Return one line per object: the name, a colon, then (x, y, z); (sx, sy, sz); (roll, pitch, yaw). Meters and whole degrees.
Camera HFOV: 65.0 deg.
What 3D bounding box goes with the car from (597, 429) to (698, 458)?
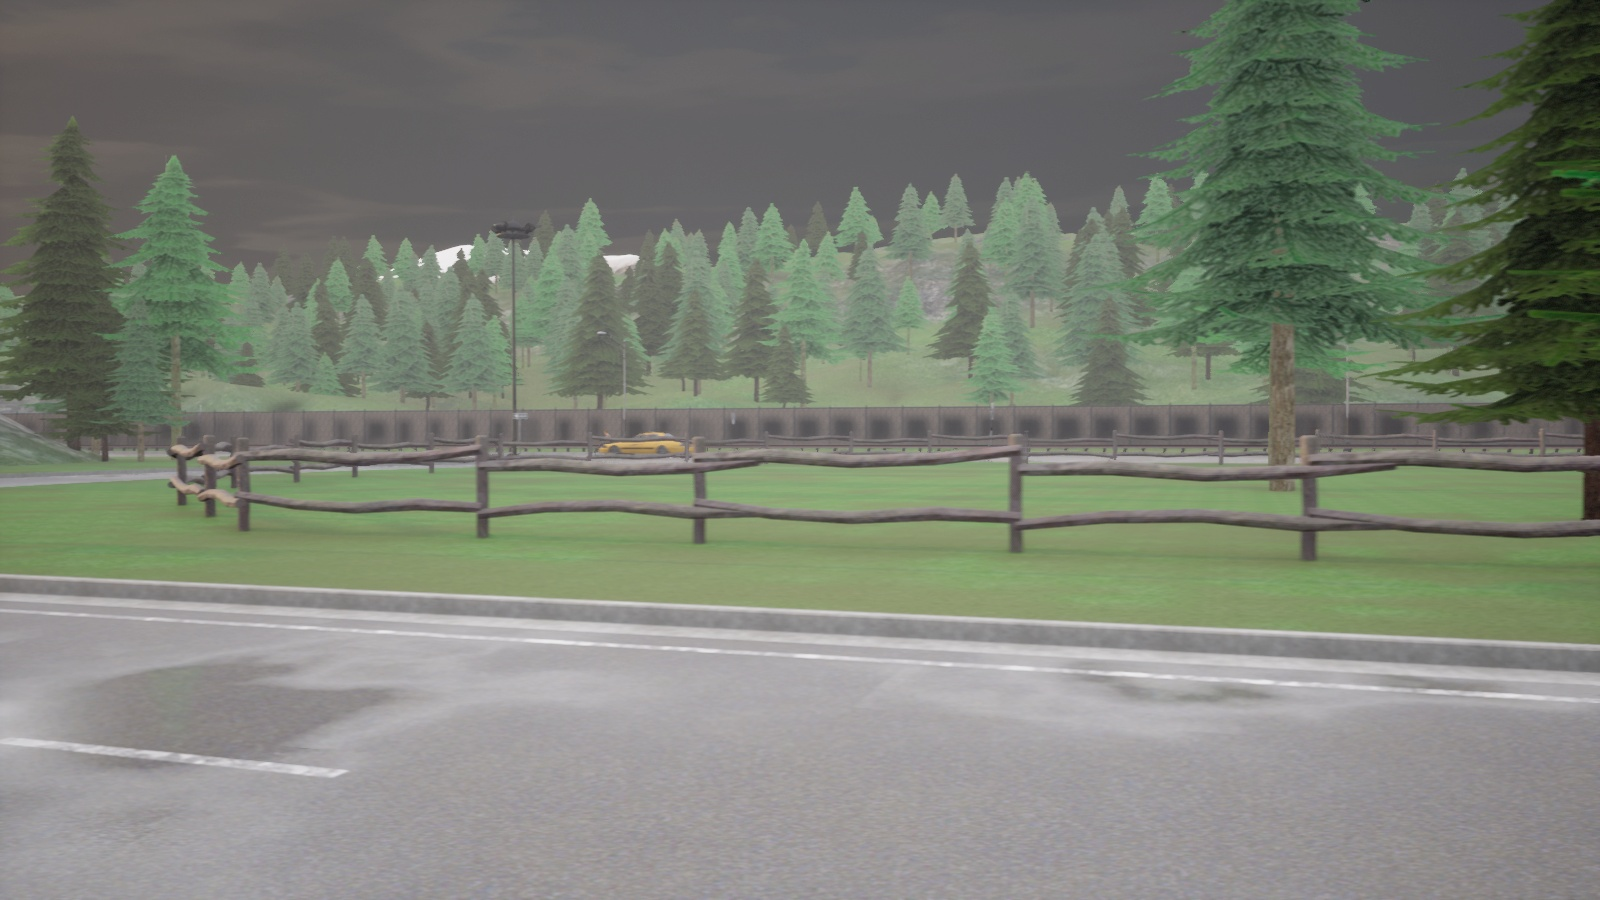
car: (-8.535, -0.391, 70.266); (5.366, 1.575, 1.801); (1, 1, 18)
